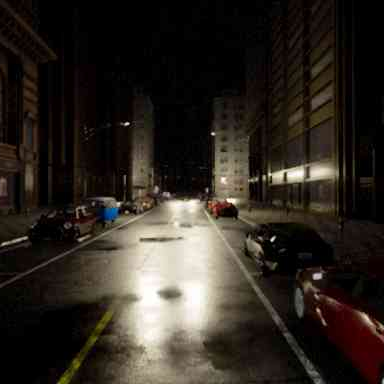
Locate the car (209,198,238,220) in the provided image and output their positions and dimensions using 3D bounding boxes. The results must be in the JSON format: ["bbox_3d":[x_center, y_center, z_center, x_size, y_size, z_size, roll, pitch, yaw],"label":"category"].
[{"bbox_3d":[2.634,1.441,26.752,1.887,1.381,4.507,1,0,0],"label":"car"}]

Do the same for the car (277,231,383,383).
[{"bbox_3d":[2.669,1.529,4.253,1.887,1.381,4.507,1,0,0],"label":"car"}]

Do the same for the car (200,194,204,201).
[{"bbox_3d":[2.599,1.353,49.251,2.008,1.369,4.403,1,0,0],"label":"car"}]

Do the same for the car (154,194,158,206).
[{"bbox_3d":[-5.917,1.352,43.435,1.752,1.417,4.829,1,0,0],"label":"car"}]

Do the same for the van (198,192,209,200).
[{"bbox_3d":[2.575,1.071,66.123,1.690,1.788,3.998,1,0,0],"label":"van"}]

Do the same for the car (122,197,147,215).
[{"bbox_3d":[-5.901,1.439,32.356,1.947,1.339,4.313,1,0,0],"label":"car"}]

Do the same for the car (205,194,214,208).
[{"bbox_3d":[2.626,1.313,32.377,1.967,1.590,4.097,1,0,0],"label":"car"}]

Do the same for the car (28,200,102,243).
[{"bbox_3d":[-5.873,1.381,15.483,1.967,1.590,4.097,1,0,0],"label":"car"}]

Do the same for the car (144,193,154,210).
[{"bbox_3d":[-5.908,1.290,37.980,1.967,1.590,4.097,1,0,0],"label":"car"}]

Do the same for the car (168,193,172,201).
[{"bbox_3d":[-5.962,1.287,71.726,1.802,1.307,4.206,1,0,0],"label":"car"}]

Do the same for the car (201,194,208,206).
[{"bbox_3d":[2.608,1.371,43.626,1.887,1.381,4.507,1,0,0],"label":"car"}]

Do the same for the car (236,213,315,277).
[{"bbox_3d":[2.660,1.529,9.879,1.947,1.339,4.313,1,0,0],"label":"car"}]

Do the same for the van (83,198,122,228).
[{"bbox_3d":[-5.880,1.259,21.107,1.690,1.788,3.998,1,0,0],"label":"van"}]

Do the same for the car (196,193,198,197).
[{"bbox_3d":[2.558,0.997,77.372,2.192,1.841,5.009,1,0,0],"label":"car"}]

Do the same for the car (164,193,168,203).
[{"bbox_3d":[-5.942,1.194,60.477,1.967,1.590,4.097,1,0,0],"label":"car"}]

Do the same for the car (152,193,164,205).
[{"bbox_3d":[-5.924,1.117,49.228,2.192,1.841,5.009,1,0,0],"label":"car"}]

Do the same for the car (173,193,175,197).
[{"bbox_3d":[-5.978,1.202,82.975,1.887,1.381,4.507,1,0,0],"label":"car"}]
